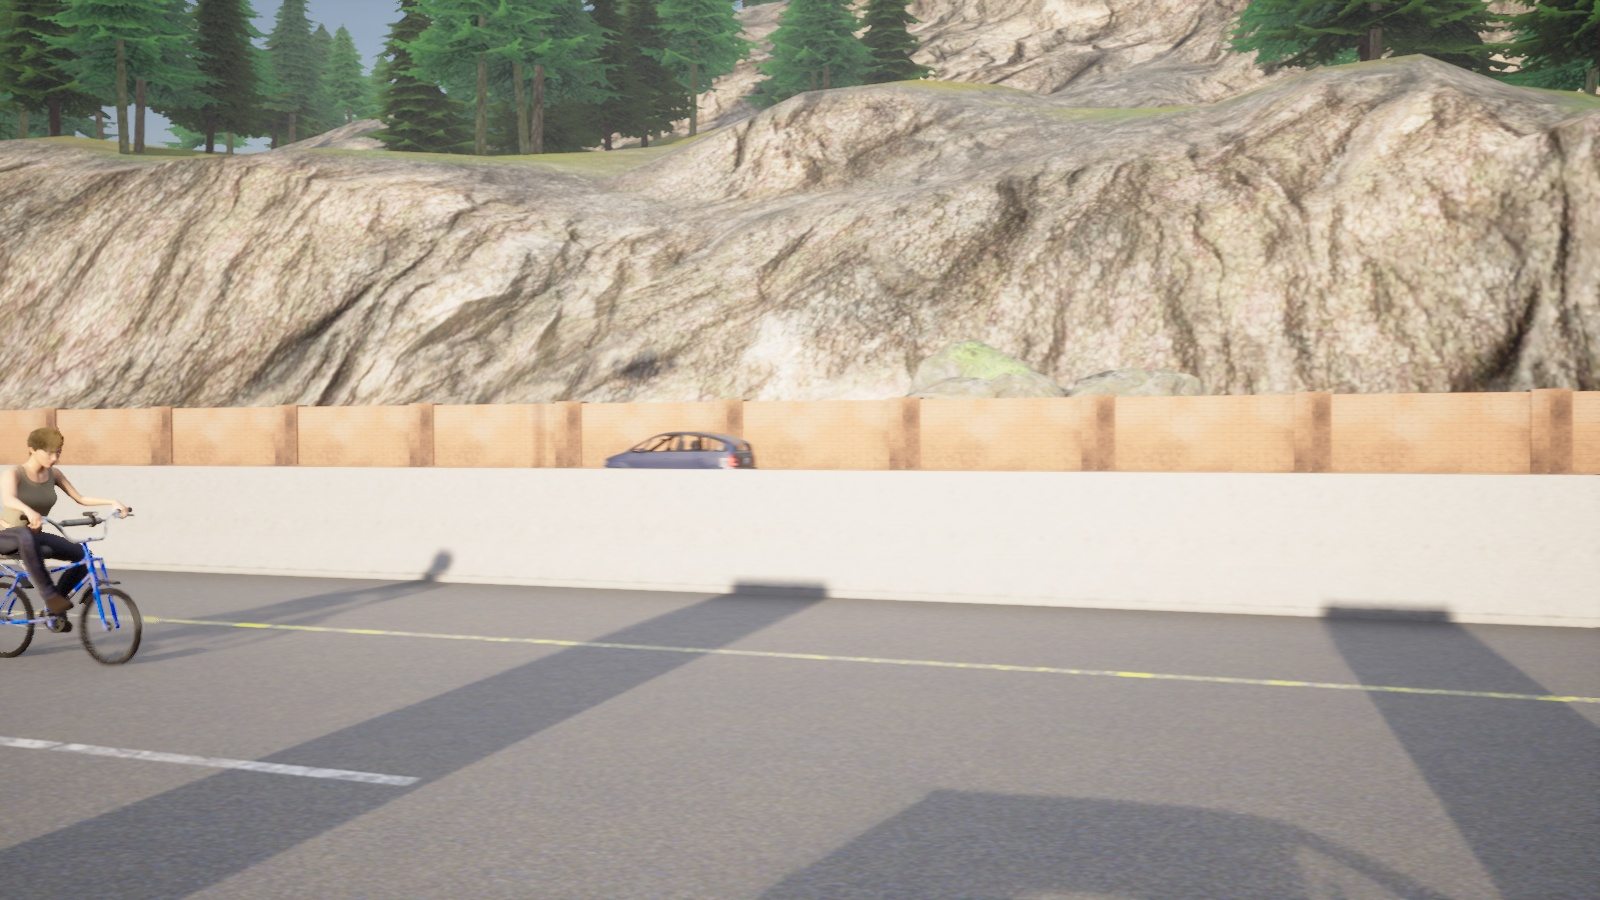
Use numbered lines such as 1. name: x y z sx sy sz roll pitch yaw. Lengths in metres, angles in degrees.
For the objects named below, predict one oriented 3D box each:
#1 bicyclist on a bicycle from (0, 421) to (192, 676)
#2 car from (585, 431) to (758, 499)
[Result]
1. bicyclist on a bicycle: -5.101 0.612 8.605 1.509 1.612 0.866 1 1 19
2. car: -3.065 0.321 30.070 3.705 1.549 1.789 1 1 19
